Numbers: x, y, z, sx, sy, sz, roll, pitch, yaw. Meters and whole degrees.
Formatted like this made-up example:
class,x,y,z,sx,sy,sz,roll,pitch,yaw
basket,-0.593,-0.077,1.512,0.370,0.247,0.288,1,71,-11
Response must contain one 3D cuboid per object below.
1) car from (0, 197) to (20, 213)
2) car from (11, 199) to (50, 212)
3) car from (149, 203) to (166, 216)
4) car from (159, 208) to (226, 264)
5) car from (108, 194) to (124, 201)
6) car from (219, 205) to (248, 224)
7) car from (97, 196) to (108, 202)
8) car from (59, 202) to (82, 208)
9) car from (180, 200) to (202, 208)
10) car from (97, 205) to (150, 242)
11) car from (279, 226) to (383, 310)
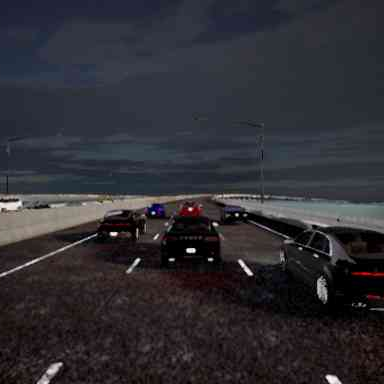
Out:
class,x,y,z,sx,sy,sz,roll,pitch,yaw
car,-21.341,1.585,37.654,2.150,2.045,5.566,0,-1,0
car,-17.837,1.852,37.713,2.128,1.511,4.902,0,-1,0
car,-3.655,1.836,33.646,1.812,1.442,4.674,0,0,0
car,-0.039,1.592,12.297,1.882,1.535,5.008,0,0,0
car,-17.463,1.551,78.287,2.150,2.045,5.566,0,0,1
car,3.362,1.796,27.422,2.033,1.411,5.357,0,0,0
car,-20.961,1.686,78.396,2.097,1.767,4.553,0,0,1
car,-14.338,1.923,39.821,2.033,1.411,5.357,0,0,0
car,-0.144,1.649,32.482,2.097,1.767,4.553,0,-1,0
car,-3.571,1.670,17.521,1.837,1.490,4.892,0,-1,0
car,3.479,1.578,7.974,1.837,1.490,4.892,0,0,0
